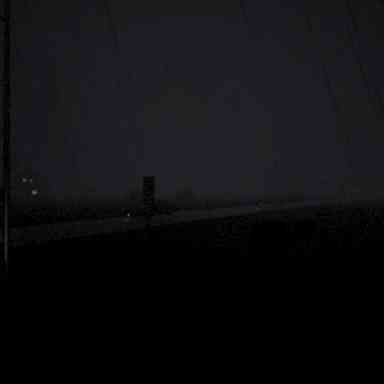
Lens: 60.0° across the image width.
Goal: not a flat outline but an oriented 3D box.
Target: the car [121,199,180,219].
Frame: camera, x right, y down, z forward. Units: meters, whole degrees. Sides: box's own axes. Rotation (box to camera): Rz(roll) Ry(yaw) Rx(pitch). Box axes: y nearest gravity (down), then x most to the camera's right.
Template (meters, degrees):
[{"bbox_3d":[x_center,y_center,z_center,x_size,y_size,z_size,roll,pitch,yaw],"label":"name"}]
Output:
[{"bbox_3d":[-3.196,1.304,27.079,2.033,1.411,5.357,1,1,36],"label":"car"}]

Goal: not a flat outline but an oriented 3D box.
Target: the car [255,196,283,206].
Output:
[{"bbox_3d":[10.311,1.153,44.565,1.895,1.301,4.718,1,1,40],"label":"car"}]
